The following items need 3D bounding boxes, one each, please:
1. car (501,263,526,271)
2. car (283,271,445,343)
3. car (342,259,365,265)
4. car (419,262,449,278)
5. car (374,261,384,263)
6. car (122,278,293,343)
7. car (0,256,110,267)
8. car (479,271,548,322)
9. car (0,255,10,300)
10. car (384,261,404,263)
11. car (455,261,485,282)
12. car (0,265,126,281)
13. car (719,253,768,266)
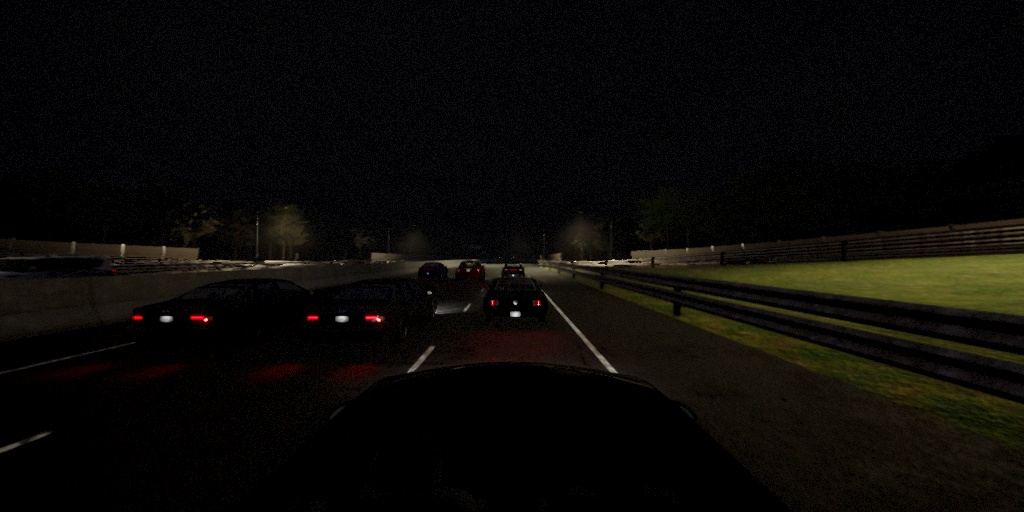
[{"bbox_3d":[0.104,1.305,30.186,2.128,1.511,4.902,0,0,0],"label":"car"},{"bbox_3d":[-3.399,1.311,9.674,2.033,1.411,5.357,0,0,0],"label":"car"},{"bbox_3d":[-24.543,1.263,55.643,2.097,1.767,4.553,0,0,1],"label":"car"},{"bbox_3d":[-6.895,1.296,31.874,1.882,1.535,5.008,0,0,0],"label":"car"},{"bbox_3d":[-21.039,1.483,57.387,1.994,1.385,4.181,0,0,1],"label":"car"},{"bbox_3d":[-6.899,1.311,9.668,2.033,1.411,5.357,0,0,0],"label":"car"},{"bbox_3d":[-21.097,0.998,15.825,2.150,2.045,5.566,0,0,0],"label":"car"},{"bbox_3d":[0.102,1.369,12.402,1.895,1.301,4.718,0,0,0],"label":"car"},{"bbox_3d":[-24.597,0.994,14.021,2.150,2.045,5.566,0,0,0],"label":"car"},{"bbox_3d":[-17.543,1.458,55.565,2.033,1.411,5.357,0,0,1],"label":"car"},{"bbox_3d":[-3.395,1.164,29.966,2.097,1.767,4.553,0,0,0],"label":"car"},{"bbox_3d":[-17.597,1.264,14.066,2.128,1.511,4.902,0,0,0],"label":"car"},{"bbox_3d":[24.968,0.383,38.920,1.882,1.535,5.008,0,-4,-16],"label":"car"}]
